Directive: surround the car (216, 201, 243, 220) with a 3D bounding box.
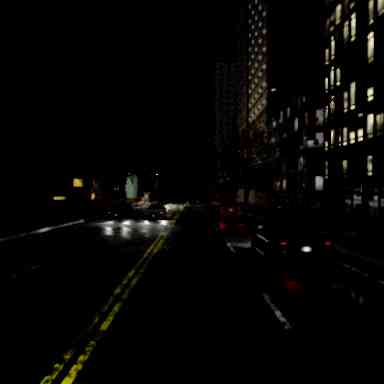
[{"bbox_3d":[3.404,1.612,31.080,2.097,1.767,4.553,0,-1,0],"label":"car"}]

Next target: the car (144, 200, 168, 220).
[{"bbox_3d":[-3.290,1.780,30.811,1.812,1.442,4.674,0,-1,0],"label":"car"}]

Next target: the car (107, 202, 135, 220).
[{"bbox_3d":[-6.539,1.760,31.064,1.837,1.490,4.892,0,-1,0],"label":"car"}]

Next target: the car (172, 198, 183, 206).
[{"bbox_3d":[-3.114,2.139,72.029,1.837,1.490,4.892,0,-1,0],"label":"car"}]

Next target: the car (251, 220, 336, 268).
[{"bbox_3d":[3.360,1.660,11.726,1.994,1.385,4.181,0,0,0],"label":"car"}]
